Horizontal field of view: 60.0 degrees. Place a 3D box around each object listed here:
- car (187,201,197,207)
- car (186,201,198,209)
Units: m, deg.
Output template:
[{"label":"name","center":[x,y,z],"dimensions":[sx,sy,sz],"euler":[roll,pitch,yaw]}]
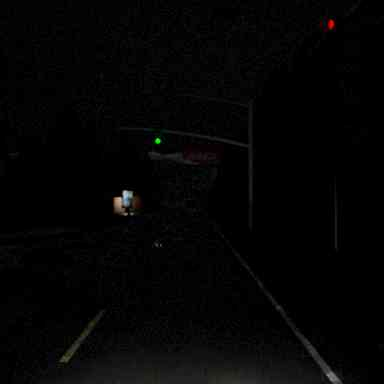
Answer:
[{"label":"car","center":[-0.011,2.463,69.060],"dimensions":[1.895,1.301,4.718],"euler":[0,-1,0]},{"label":"car","center":[-0.009,2.283,58.647],"dimensions":[1.837,1.490,4.892],"euler":[0,-1,0]}]
